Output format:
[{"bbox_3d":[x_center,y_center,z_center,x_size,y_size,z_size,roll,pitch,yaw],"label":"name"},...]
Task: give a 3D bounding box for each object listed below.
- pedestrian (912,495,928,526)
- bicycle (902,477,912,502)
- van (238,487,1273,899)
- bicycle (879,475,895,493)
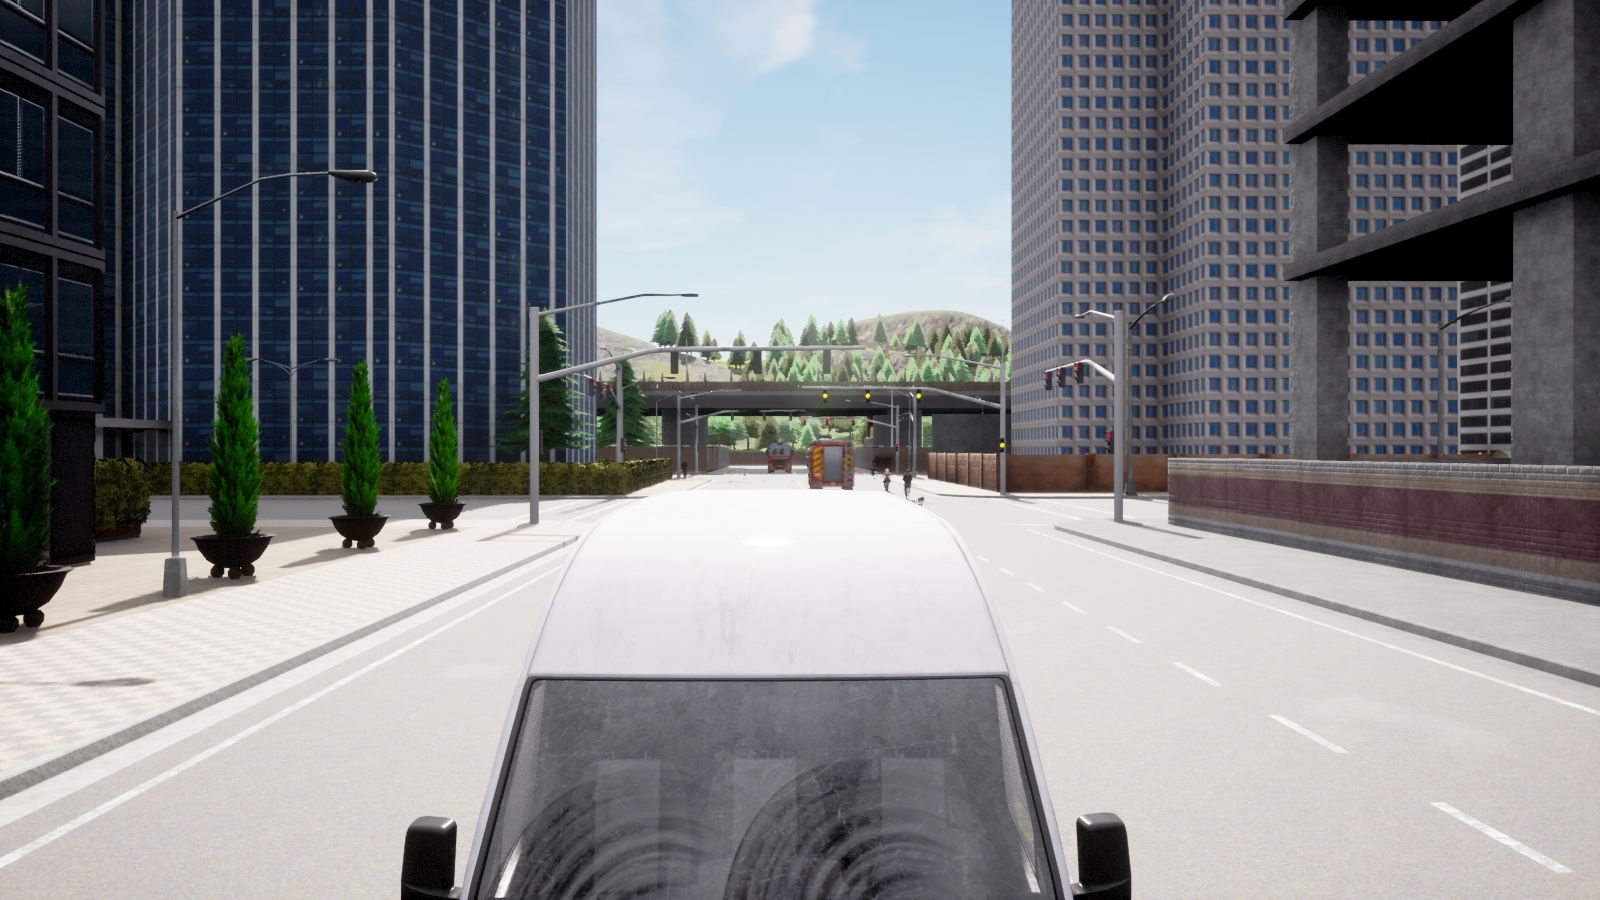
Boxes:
[{"bbox_3d":[4.445,2.228,42.259,0.500,1.100,0.500,0,0,-5],"label":"pedestrian"},{"bbox_3d":[5.863,2.160,62.566,0.329,1.271,1.835,0,0,-1],"label":"bicycle"},{"bbox_3d":[-0.128,1.535,5.152,1.988,2.561,5.915,0,0,-1],"label":"van"},{"bbox_3d":[5.656,2.233,74.356,0.859,1.126,1.487,0,0,-1],"label":"bicycle"}]
